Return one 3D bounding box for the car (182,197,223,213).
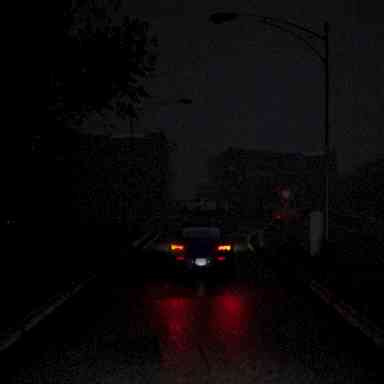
[{"bbox_3d":[0.890,1.675,41.297,2.435,2.045,5.566,1,-1,-31],"label":"car"}]

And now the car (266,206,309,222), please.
[{"bbox_3d":[12.516,2.880,43.932,1.946,1.575,5.366,6,-3,-31],"label":"car"}]

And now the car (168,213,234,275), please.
[{"bbox_3d":[0.278,1.598,10.593,1.812,1.442,4.674,0,-1,1],"label":"car"}]

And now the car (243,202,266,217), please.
[{"bbox_3d":[6.716,2.198,42.529,2.185,1.767,4.553,6,-3,-32],"label":"car"}]

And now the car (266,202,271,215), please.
[{"bbox_3d":[9.700,2.355,43.159,2.435,2.045,5.566,7,-3,-32],"label":"car"}]

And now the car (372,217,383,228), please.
[{"bbox_3d":[24.411,4.042,46.118,2.002,1.452,4.674,7,-3,-31],"label":"car"}]

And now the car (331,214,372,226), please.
[{"bbox_3d":[21.453,3.762,45.531,2.002,1.452,4.674,6,-2,-31],"label":"car"}]

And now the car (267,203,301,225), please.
[{"bbox_3d":[9.834,2.309,31.769,5.008,1.535,1.882,6,-2,-37],"label":"car"}]

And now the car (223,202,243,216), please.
[{"bbox_3d":[3.756,1.957,41.958,2.185,1.767,4.553,4,-2,-32],"label":"car"}]
